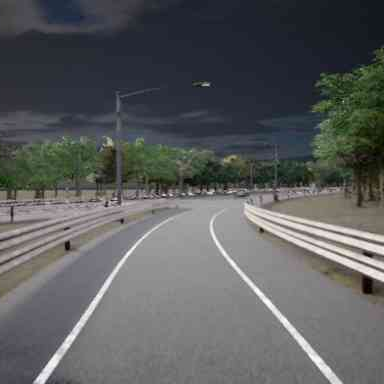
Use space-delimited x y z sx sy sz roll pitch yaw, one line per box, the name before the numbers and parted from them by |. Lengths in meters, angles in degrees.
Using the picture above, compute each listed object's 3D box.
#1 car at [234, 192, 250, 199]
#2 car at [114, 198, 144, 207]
car | 10.932 0.639 72.275 1.812 1.442 4.674 0 2 38
car | -8.843 1.525 47.001 2.033 1.411 5.357 0 2 38
